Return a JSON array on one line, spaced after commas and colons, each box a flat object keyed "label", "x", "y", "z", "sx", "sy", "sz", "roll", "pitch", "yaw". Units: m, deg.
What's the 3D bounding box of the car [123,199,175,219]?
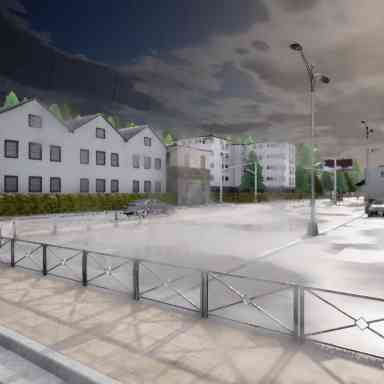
[{"label": "car", "x": -3.360, "y": 1.300, "z": 26.763, "sx": 2.128, "sy": 1.511, "sz": 4.902, "roll": 0, "pitch": 0, "yaw": 35}]

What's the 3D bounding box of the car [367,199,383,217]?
[{"label": "car", "x": 15.428, "y": 1.298, "z": 26.805, "sx": 2.007, "sy": 1.523, "sz": 4.514, "roll": 0, "pitch": 0, "yaw": 35}]
